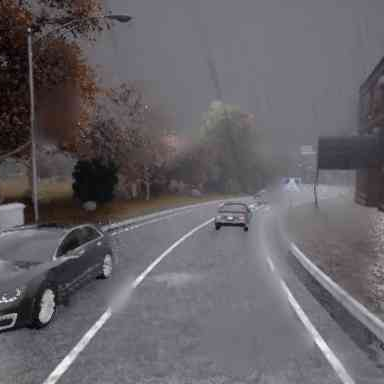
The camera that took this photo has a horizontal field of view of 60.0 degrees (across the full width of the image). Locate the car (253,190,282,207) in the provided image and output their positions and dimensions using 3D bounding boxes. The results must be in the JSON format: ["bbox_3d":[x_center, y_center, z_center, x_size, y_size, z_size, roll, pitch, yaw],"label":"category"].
[{"bbox_3d":[8.900,0.880,37.930,2.033,1.411,5.357,3,3,25],"label":"car"}]

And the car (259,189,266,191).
[{"bbox_3d":[10.505,0.409,48.546,1.837,1.490,4.892,3,3,31],"label":"car"}]

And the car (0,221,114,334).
[{"bbox_3d":[-3.113,1.434,6.941,1.837,1.490,4.892,0,1,5],"label":"car"}]

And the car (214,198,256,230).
[{"bbox_3d":[2.525,1.343,19.557,2.033,1.411,5.357,1,1,13],"label":"car"}]
